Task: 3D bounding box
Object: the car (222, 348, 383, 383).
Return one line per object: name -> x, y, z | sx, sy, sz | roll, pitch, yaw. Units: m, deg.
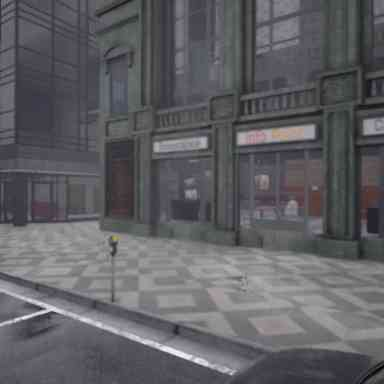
car -> 2.028, 1.553, 1.515 | 4.403, 1.369, 2.008 | 0, 0, 35
